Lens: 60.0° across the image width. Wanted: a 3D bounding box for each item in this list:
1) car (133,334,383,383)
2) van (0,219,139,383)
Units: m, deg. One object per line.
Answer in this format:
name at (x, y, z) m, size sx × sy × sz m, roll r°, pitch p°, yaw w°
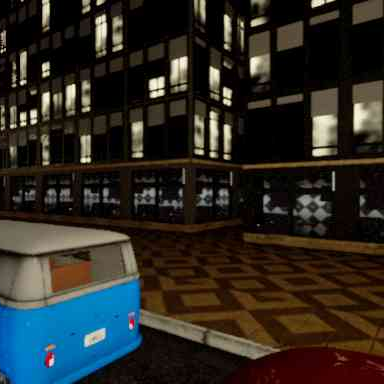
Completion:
car at (2.055, 1.545, 1.406) m, size 4.507 × 1.381 × 1.887 m, roll 0°, pitch 0°, yaw 35°
van at (-2.560, 1.340, 4.695) m, size 3.998 × 1.788 × 1.690 m, roll 0°, pitch 0°, yaw 35°
